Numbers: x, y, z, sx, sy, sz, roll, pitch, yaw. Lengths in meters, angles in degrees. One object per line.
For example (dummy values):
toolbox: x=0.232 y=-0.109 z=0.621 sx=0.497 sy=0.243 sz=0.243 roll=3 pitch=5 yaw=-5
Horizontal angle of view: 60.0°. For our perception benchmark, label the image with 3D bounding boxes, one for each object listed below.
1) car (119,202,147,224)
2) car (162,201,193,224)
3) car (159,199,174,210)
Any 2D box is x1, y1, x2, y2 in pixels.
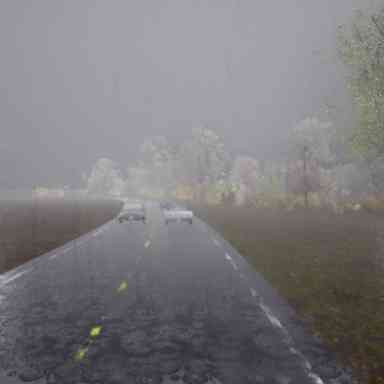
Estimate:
car: x=-4.314 y=1.486 z=24.787 sx=1.812 sy=1.442 sz=4.674 roll=0 pitch=0 yaw=-5
car: x=-1.038 y=1.558 z=24.122 sx=1.895 sy=1.301 sz=4.718 roll=0 pitch=0 yaw=-5
car: x=-3.125 y=1.524 z=41.753 sx=1.895 sy=1.301 sz=4.718 roll=0 pitch=0 yaw=-8
